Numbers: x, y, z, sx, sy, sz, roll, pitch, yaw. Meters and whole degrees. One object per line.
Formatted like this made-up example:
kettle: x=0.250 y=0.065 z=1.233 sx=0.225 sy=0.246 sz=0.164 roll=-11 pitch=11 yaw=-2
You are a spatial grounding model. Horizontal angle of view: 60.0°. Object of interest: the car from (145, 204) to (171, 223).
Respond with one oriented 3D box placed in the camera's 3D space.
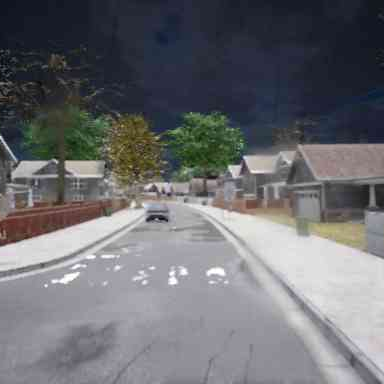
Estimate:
car: x=-2.774 y=1.723 z=27.738 sx=2.033 sy=1.411 sz=5.357 roll=-1 pitch=0 yaw=-3
